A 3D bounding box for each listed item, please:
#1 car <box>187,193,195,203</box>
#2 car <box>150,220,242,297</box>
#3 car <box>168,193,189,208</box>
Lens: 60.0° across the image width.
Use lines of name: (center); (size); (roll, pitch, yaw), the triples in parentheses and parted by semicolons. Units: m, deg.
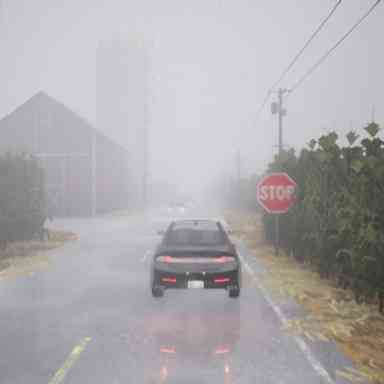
car: (-0.703, 1.014, 58.794); (2.097, 1.767, 4.553); (0, 0, 4)
car: (0.097, 1.442, 8.412); (2.128, 1.511, 4.902); (0, 0, 1)
car: (-1.898, 1.276, 43.313); (1.812, 1.442, 4.674); (0, 0, 4)
